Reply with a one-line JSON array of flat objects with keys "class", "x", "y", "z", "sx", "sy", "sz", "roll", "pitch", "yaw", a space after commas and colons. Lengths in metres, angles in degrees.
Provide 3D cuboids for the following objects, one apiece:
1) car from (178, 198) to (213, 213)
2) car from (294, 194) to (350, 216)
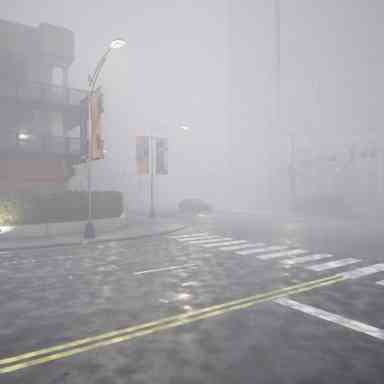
[{"class": "car", "x": 0.300, "y": 1.478, "z": 37.145, "sx": 1.882, "sy": 1.535, "sz": 5.008, "roll": 0, "pitch": 0, "yaw": -35}, {"class": "car", "x": 12.892, "y": 1.221, "z": 33.380, "sx": 2.150, "sy": 2.045, "sz": 5.566, "roll": 0, "pitch": 0, "yaw": -35}]
